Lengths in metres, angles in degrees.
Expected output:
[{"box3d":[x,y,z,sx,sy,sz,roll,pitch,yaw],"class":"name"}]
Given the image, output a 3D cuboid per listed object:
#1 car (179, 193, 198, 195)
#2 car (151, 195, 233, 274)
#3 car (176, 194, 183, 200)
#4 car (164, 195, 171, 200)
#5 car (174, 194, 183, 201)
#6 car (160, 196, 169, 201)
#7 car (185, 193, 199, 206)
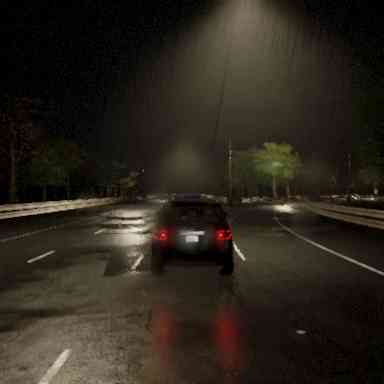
[{"box3d":[0.007,1.232,32.260,2.150,2.045,5.566,0,0,0],"class":"car"},{"box3d":[0.003,1.225,10.664,2.150,2.045,5.566,0,0,0],"class":"car"},{"box3d":[-3.478,1.435,95.349,1.882,1.535,5.008,0,0,0],"class":"car"},{"box3d":[-6.978,1.482,95.349,1.812,1.442,4.674,0,0,0],"class":"car"},{"box3d":[-3.480,1.447,85.312,2.097,1.767,4.553,0,0,0],"class":"car"},{"box3d":[-6.980,1.644,85.343,1.994,1.385,4.181,0,0,0],"class":"car"},{"box3d":[0.010,1.245,55.421,2.150,2.045,5.566,0,0,0],"class":"car"}]
